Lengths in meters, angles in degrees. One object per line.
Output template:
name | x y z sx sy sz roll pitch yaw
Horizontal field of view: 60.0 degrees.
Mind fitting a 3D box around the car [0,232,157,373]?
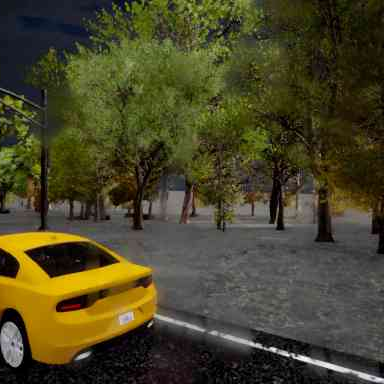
car | -2.864 1.444 5.726 5.008 1.535 1.882 1 0 35
